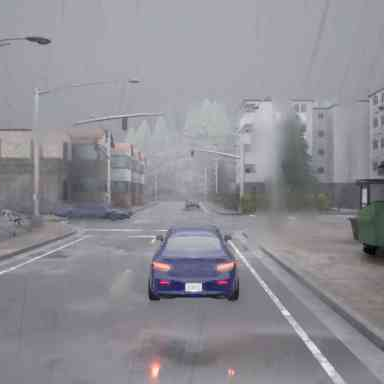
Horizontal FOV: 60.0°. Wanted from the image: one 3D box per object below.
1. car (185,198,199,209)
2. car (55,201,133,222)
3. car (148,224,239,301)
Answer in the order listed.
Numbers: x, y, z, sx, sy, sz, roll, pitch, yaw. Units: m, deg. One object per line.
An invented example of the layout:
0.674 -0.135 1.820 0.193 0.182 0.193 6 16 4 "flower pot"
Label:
0.057 1.547 46.244 2.033 1.411 5.357 0 0 -1 "car"
-7.107 1.395 24.316 5.357 1.411 2.033 1 0 0 "car"
0.042 1.526 8.207 1.812 1.442 4.674 0 0 0 "car"
